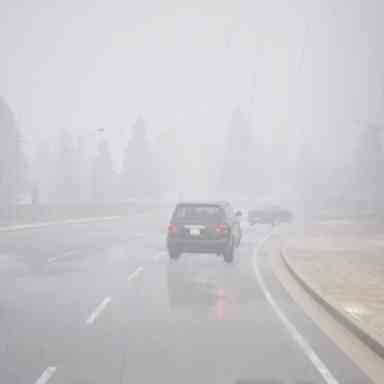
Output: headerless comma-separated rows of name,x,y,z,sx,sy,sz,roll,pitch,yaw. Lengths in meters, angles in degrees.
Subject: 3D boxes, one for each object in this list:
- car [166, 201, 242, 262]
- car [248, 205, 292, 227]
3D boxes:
car,0.644,1.339,12.841,2.150,2.045,5.566,0,0,12
car,5.955,1.717,25.065,1.882,1.535,5.008,0,0,35
